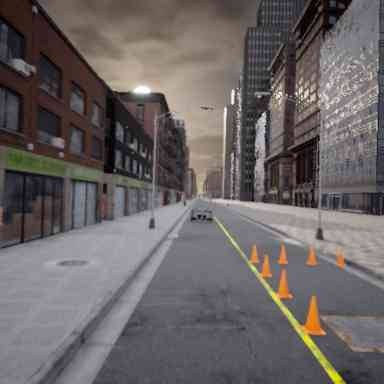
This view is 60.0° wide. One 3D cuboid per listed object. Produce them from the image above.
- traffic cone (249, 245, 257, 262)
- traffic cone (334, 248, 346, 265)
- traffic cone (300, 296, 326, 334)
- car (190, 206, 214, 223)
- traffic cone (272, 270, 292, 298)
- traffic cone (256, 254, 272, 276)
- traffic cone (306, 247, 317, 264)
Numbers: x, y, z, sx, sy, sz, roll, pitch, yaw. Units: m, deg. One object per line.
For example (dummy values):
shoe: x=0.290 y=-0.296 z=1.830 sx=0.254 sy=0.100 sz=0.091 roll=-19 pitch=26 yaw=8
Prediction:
traffic cone: x=2.208 y=2.160 z=11.724 sx=0.340 sy=0.580 sz=0.340 roll=2 pitch=-1 yaw=1
traffic cone: x=5.207 y=2.245 z=11.662 sx=0.340 sy=0.580 sz=0.340 roll=2 pitch=-1 yaw=1
traffic cone: x=2.086 y=2.084 z=5.726 sx=0.340 sy=0.580 sz=0.340 roll=2 pitch=-1 yaw=1
car: x=0.855 y=1.941 z=29.412 sx=1.994 sy=1.385 sz=4.181 roll=2 pitch=-1 yaw=1
traffic cone: x=2.127 y=2.109 z=7.725 sx=0.340 sy=0.580 sz=0.340 roll=2 pitch=-1 yaw=1
traffic cone: x=2.168 y=2.134 z=9.725 sx=0.340 sy=0.580 sz=0.340 roll=2 pitch=-1 yaw=1
traffic cone: x=4.207 y=2.217 z=11.683 sx=0.340 sy=0.580 sz=0.340 roll=2 pitch=-1 yaw=1
